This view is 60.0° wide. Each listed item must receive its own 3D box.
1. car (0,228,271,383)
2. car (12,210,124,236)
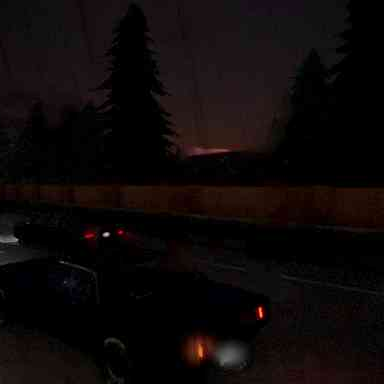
[{"bbox_3d":[-1.339,1.541,5.152,4.718,1.301,1.895,1,1,38],"label":"car"},{"bbox_3d":[-4.665,1.378,12.314,5.357,1.411,2.033,1,1,40],"label":"car"}]
